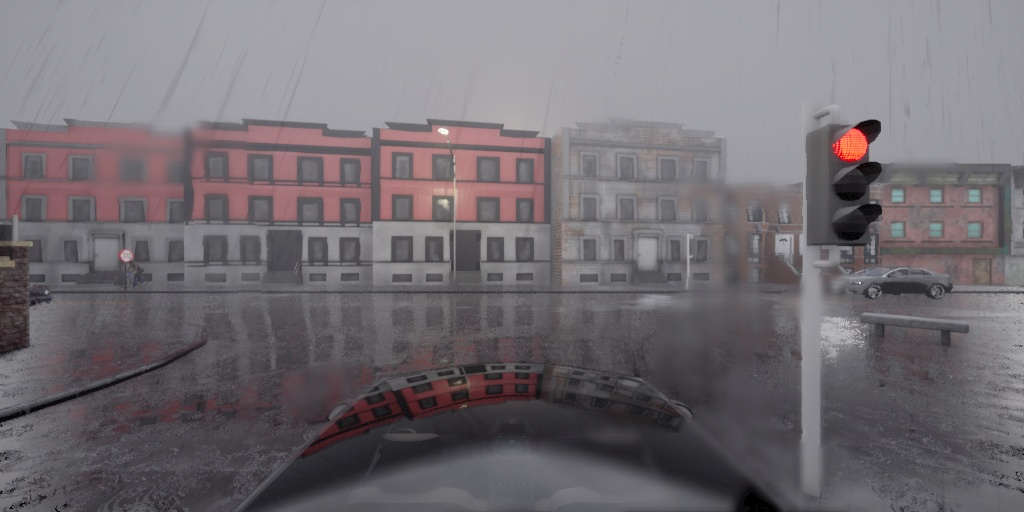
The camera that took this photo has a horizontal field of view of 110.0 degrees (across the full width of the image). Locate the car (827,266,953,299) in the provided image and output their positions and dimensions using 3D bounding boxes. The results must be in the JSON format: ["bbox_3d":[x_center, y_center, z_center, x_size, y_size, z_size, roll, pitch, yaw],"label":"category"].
[{"bbox_3d":[18.126,1.241,17.335,4.902,1.511,2.128,0,0,0],"label":"car"}]

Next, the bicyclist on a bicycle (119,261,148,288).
[{"bbox_3d":[-22.690,1.098,21.514,0.582,1.620,1.656,0,0,0],"label":"bicyclist on a bicycle"}]

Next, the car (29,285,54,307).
[{"bbox_3d":[-20.445,1.297,13.117,5.357,1.411,2.033,0,0,0],"label":"car"}]
